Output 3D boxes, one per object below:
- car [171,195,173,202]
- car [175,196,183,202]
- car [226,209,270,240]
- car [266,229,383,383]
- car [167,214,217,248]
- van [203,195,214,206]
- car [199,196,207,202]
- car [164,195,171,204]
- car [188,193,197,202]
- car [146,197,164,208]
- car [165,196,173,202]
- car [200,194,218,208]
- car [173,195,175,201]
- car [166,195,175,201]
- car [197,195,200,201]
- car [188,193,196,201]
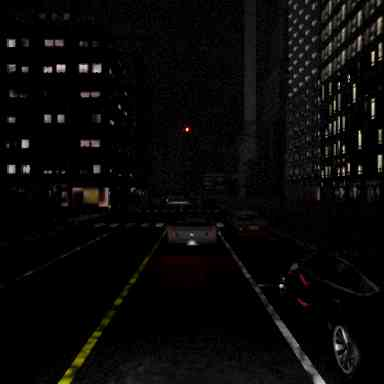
[{"bbox_3d":[-5.695,1.605,71.061,1.887,1.381,4.507,0,0,0],"label":"car"},{"bbox_3d":[-3.002,1.665,78.588,1.895,1.301,4.718,0,0,0],"label":"car"},{"bbox_3d":[2.686,1.526,16.713,1.752,1.417,4.829,0,0,0],"label":"car"},{"bbox_3d":[2.686,1.564,5.278,1.947,1.339,4.313,0,0,0],"label":"car"},{"bbox_3d":[0.000,1.617,14.681,1.895,1.301,4.718,0,0,0],"label":"car"},{"bbox_3d":[2.684,1.374,54.482,1.690,1.788,3.998,0,0,0],"label":"van"},{"bbox_3d":[2.685,1.628,82.116,1.887,1.381,4.507,0,0,0],"label":"car"},{"bbox_3d":[-5.695,1.601,65.536,2.008,1.369,4.403,0,0,0],"label":"car"},{"bbox_3d":[-0.002,1.470,73.566,1.882,1.535,5.008,0,0,0],"label":"car"},{"bbox_3d":[-5.694,1.576,48.956,2.008,1.369,4.403,0,0,0],"label":"car"},{"bbox_3d":[-5.695,1.665,82.116,1.802,1.307,4.206,0,0,0],"label":"car"},{"bbox_3d":[2.685,1.340,48.956,2.192,1.841,5.009,0,0,0],"label":"car"},{"bbox_3d":[-5.696,1.512,76.589,1.967,1.590,4.097,0,0,0],"label":"car"},{"bbox_3d":[-5.696,1.535,87.642,1.967,1.590,4.097,0,0,0],"label":"car"},{"bbox_3d":[2.684,1.376,71.062,2.192,1.841,5.009,0,0,0],"label":"car"},{"bbox_3d":[-0.001,1.235,88.180,2.150,2.045,5.566,0,0,0],"label":"car"}]
